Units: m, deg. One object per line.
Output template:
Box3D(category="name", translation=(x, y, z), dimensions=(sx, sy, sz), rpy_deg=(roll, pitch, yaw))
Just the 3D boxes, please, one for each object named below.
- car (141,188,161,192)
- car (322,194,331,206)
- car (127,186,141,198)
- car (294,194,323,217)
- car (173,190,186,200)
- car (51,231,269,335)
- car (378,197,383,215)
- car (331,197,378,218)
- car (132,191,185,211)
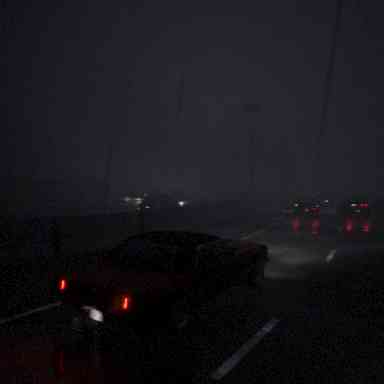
Box3D(category="car", translation=(-5.179, 0.270, 45.879), dimensions=(2.128, 1.511, 4.902), rpy_deg=(1, 1, 3))
Box3D(category="car", translation=(15.264, 0.941, 38.954), dimensions=(1.994, 1.385, 4.181), rpy_deg=(1, 1, 8))
Box3D(category="car", translation=(-8.517, -0.047, 50.349), dimensions=(2.097, 1.767, 4.553), rpy_deg=(1, 1, -1))
Box3D(category="car", translation=(8.966, 1.079, 26.031), dimensions=(1.812, 1.442, 4.674), rpy_deg=(2, 1, 19))
Box3D(category="car", translation=(-1.840, 0.419, 44.059), dimensions=(1.812, 1.442, 4.674), rpy_deg=(1, 1, 5))
Box3D(category="car", translation=(-0.119, 1.430, 6.537), dimensions=(1.895, 1.301, 4.718), rpy_deg=(2, 2, 33))
Box3D(category="car", translation=(16.960, 1.132, 28.830), dimensions=(1.882, 1.535, 5.008), rpy_deg=(2, 1, 15))
Box3D(category="car", translation=(12.555, 1.120, 26.031), dimensions=(2.128, 1.511, 4.902), rpy_deg=(2, 1, 17))
Box3D(category="car", translation=(-2.481, 0.886, 25.585), dimensions=(1.994, 1.385, 4.181), rpy_deg=(2, 1, 20))
